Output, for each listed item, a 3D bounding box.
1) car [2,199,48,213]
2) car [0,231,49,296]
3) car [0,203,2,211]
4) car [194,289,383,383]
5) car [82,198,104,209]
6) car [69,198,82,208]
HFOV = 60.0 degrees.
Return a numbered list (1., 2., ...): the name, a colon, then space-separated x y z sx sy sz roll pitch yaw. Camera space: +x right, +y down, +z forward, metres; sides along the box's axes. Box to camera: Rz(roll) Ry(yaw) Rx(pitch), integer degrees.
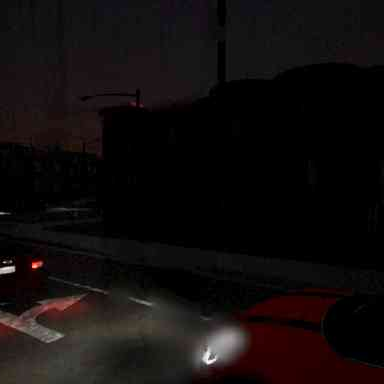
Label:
1. car: -18.377 1.564 37.307 1.994 1.385 4.181 0 0 36
2. car: -5.535 1.547 7.918 5.357 1.411 2.033 0 0 38
3. car: -20.890 1.547 39.817 2.033 1.411 5.357 0 0 36
4. car: 2.214 1.352 2.418 4.553 1.767 2.097 0 0 36
5. car: -12.261 1.601 45.842 1.895 1.301 4.718 0 0 36
6. car: -15.274 1.526 47.626 1.812 1.442 4.674 0 0 36
